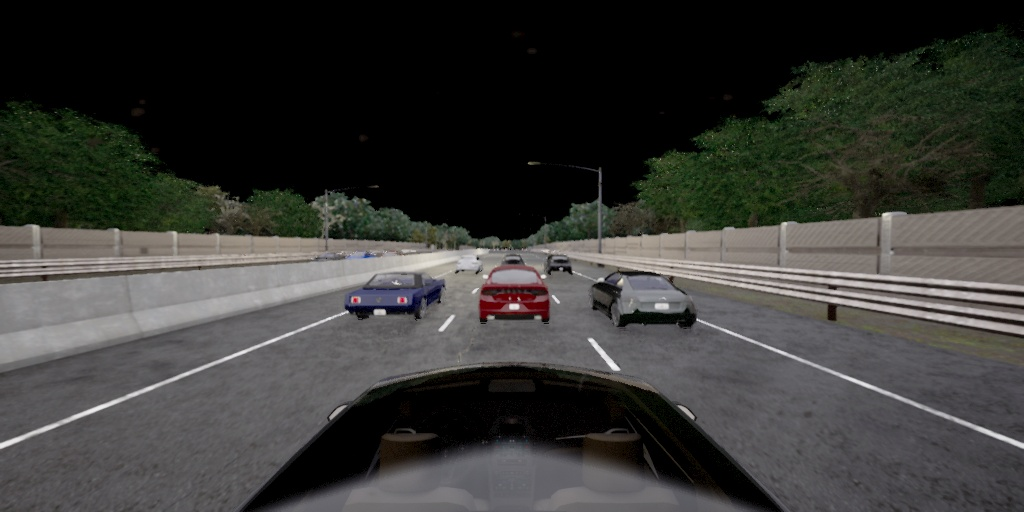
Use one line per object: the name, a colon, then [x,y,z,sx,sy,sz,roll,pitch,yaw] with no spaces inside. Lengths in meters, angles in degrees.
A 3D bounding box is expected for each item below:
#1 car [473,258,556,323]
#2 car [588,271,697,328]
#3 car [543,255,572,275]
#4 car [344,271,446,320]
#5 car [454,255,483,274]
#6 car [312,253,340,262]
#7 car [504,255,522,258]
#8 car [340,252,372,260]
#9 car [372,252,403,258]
car: [0.072,1.015,11.172,1.882,1.535,5.008,0,1,0]
car: [3.569,1.115,10.533,1.994,1.385,4.181,0,1,0]
car: [3.561,0.643,28.380,1.837,1.490,4.892,0,1,0]
car: [-3.427,1.131,11.557,1.895,1.301,4.718,0,1,0]
car: [-3.438,0.644,29.221,1.812,1.442,4.674,0,1,0]
car: [-21.127,0.342,41.750,2.033,1.411,5.357,0,2,0]
car: [0.061,0.641,28.470,1.837,1.490,4.892,0,1,0]
car: [-17.626,0.273,41.694,1.882,1.535,5.008,0,2,0]
car: [-14.127,0.272,41.701,1.882,1.535,5.008,0,2,0]
